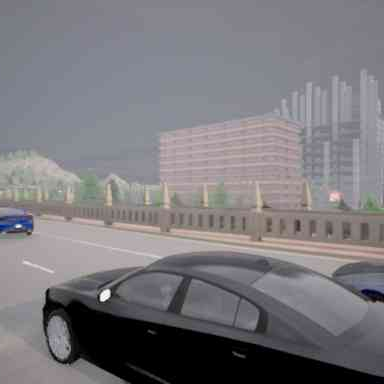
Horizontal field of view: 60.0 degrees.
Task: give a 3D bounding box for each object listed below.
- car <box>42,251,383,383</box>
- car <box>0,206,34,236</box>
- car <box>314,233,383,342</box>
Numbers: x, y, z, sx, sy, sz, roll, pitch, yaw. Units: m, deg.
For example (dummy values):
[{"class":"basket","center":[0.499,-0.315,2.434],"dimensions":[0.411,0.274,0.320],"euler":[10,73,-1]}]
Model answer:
[{"class":"car","center":[0.100,1.492,4.106],"dimensions":[5.008,1.535,1.882],"euler":[0,0,37]},{"class":"car","center":[-10.207,1.496,17.739],"dimensions":[5.008,1.535,1.882],"euler":[0,0,43]},{"class":"car","center":[4.375,1.596,5.292],"dimensions":[4.181,1.385,1.994],"euler":[0,0,35]}]
